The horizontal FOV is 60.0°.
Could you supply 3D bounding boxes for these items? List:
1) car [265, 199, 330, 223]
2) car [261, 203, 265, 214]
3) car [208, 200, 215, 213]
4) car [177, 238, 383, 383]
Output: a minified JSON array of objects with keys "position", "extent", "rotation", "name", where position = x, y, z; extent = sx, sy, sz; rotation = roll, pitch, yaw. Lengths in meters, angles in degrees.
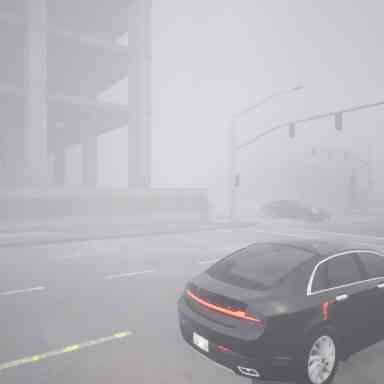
[{"position":[8.333,1.351,25.852],"extent":[2.097,1.767,4.553],"rotation":[0,0,-36],"name":"car"},{"position":[8.680,1.505,31.341],"extent":[1.837,1.490,4.892],"rotation":[0,0,-36],"name":"car"},{"position":[0.229,1.222,37.035],"extent":[2.150,2.045,5.566],"rotation":[0,0,-36],"name":"car"},{"position":[2.088,1.505,5.280],"extent":[4.892,1.490,1.837],"rotation":[0,0,-35],"name":"car"}]
